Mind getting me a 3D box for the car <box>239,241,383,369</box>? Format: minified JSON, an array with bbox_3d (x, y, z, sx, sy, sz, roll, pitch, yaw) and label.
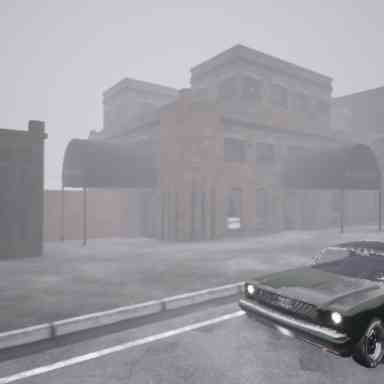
[{"bbox_3d":[3.083,1.622,5.882,4.718,1.301,1.895,0,0,-35],"label":"car"}]
